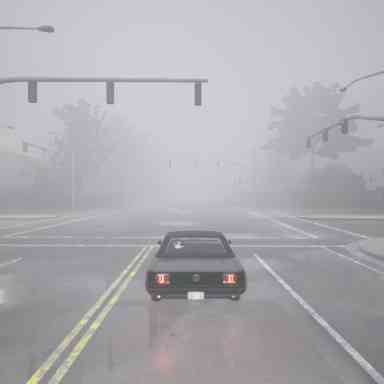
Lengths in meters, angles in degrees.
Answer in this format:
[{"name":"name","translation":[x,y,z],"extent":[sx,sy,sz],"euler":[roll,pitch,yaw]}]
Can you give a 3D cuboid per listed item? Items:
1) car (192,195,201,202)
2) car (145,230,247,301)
[{"name":"car","translation":[1.045,1.524,77.169],"extent":[1.812,1.442,4.674],"euler":[0,0,1]},{"name":"car","translation":[0.065,1.601,8.280],"extent":[1.895,1.301,4.718],"euler":[0,0,0]}]
